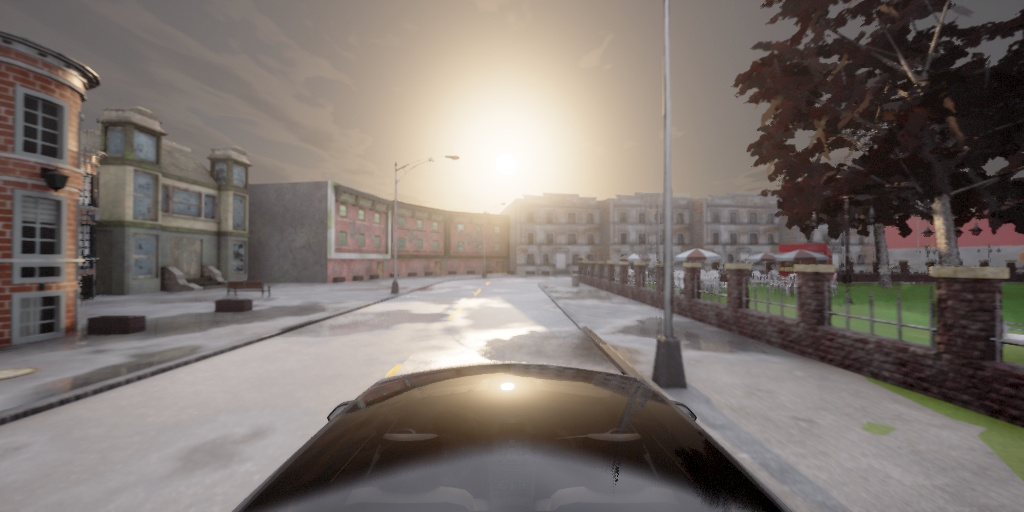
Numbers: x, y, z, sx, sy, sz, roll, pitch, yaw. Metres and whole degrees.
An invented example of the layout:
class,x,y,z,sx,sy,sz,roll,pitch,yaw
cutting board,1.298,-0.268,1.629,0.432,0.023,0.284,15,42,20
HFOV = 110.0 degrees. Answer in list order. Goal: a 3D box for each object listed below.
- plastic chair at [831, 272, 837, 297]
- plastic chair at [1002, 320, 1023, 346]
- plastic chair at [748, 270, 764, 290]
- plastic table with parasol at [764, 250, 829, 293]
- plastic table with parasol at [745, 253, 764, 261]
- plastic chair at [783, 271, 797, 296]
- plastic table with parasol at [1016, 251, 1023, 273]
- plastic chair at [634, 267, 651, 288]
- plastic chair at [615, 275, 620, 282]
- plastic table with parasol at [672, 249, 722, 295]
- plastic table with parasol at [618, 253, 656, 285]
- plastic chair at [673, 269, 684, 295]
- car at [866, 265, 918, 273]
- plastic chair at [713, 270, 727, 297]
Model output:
class,x,y,z,sx,sy,sz,roll,pitch,yaw
plastic chair,16.682,1.457,18.949,0.750,1.272,0.730,0,0,-38
plastic chair,8.907,1.339,6.305,0.750,1.272,0.730,0,0,-40
plastic chair,16.406,1.597,23.917,0.730,1.272,0.750,0,0,-40
plastic table with parasol,15.980,0.885,19.844,2.482,2.480,2.482,0,0,-38
plastic table with parasol,17.437,1.001,24.661,2.482,2.480,2.482,0,0,-40
plastic chair,15.144,1.498,19.111,0.730,1.272,0.750,0,0,-39
plastic table with parasol,9.643,0.741,5.298,2.482,2.480,2.482,0,0,-40
plastic chair,9.330,1.617,25.755,0.750,1.272,0.730,0,0,5
plastic chair,7.998,1.635,27.173,0.730,1.272,0.750,0,0,0
plastic table with parasol,10.049,0.836,19.387,2.482,2.480,2.482,0,0,-38
plastic table with parasol,9.260,1.030,27.082,2.482,2.480,2.482,0,0,0
plastic chair,9.063,1.466,18.663,0.730,1.272,0.750,0,0,-40
car,42.886,1.705,40.415,4.892,1.490,1.837,1,-1,1
plastic chair,10.994,1.461,18.373,0.750,1.272,0.730,0,0,-32
